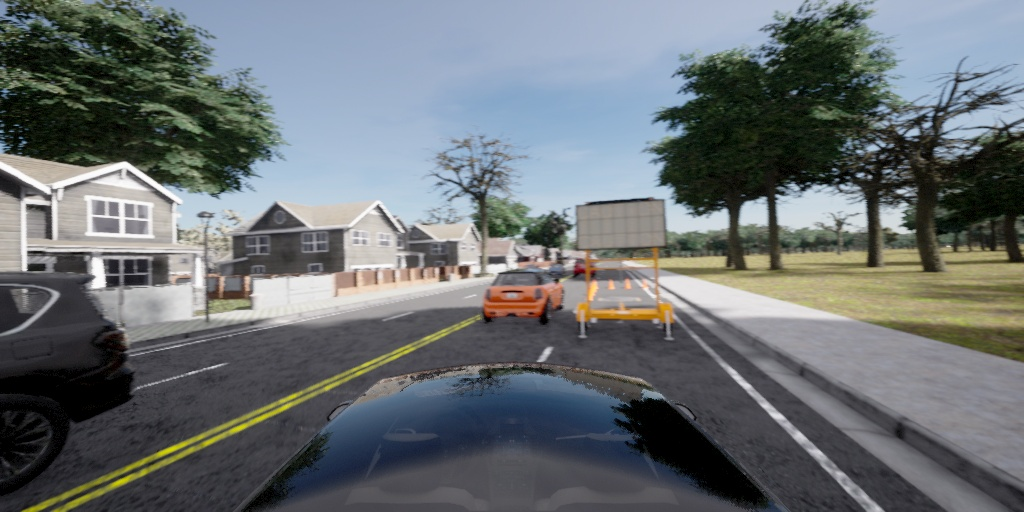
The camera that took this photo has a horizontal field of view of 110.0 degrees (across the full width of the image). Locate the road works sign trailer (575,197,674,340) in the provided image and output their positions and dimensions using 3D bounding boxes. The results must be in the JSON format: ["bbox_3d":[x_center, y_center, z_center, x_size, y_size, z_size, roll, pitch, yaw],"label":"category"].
[{"bbox_3d":[3.115,0.218,10.056,2.380,3.560,2.880,0,0,16],"label":"road works sign trailer"}]

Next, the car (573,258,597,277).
[{"bbox_3d":[7.907,1.200,38.849,2.150,2.045,5.566,-2,-1,16],"label":"car"}]

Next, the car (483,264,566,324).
[{"bbox_3d":[0.583,1.223,12.799,2.097,1.767,4.553,-2,-1,16],"label":"car"}]

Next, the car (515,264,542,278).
[{"bbox_3d":[2.108,1.768,42.935,2.033,1.411,5.357,-2,-1,16],"label":"car"}]

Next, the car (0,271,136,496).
[{"bbox_3d":[-6.033,1.173,2.024,2.150,2.045,5.566,-2,-1,16],"label":"car"}]

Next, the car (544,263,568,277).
[{"bbox_3d":[5.235,1.655,42.056,2.033,1.411,5.357,-2,-1,16],"label":"car"}]
